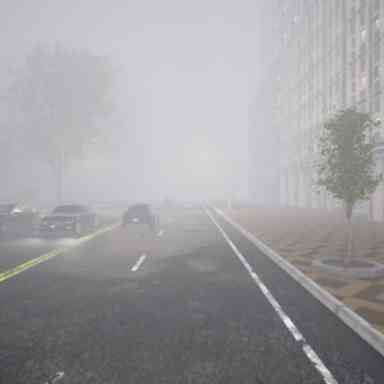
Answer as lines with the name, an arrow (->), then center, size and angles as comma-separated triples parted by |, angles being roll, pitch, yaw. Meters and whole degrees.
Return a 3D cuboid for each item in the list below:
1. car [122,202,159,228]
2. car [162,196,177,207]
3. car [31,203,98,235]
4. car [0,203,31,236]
car -> -3.148, 1.380, 20.889 | 1.812, 1.442, 4.674 | 0, 0, 0
car -> -3.146, 1.270, 46.638 | 2.033, 1.411, 5.357 | 0, 0, 0
car -> -6.535, 1.379, 18.092 | 1.837, 1.490, 4.892 | 0, 0, 1
car -> -9.790, 1.368, 17.568 | 2.128, 1.511, 4.902 | 0, 0, 1
